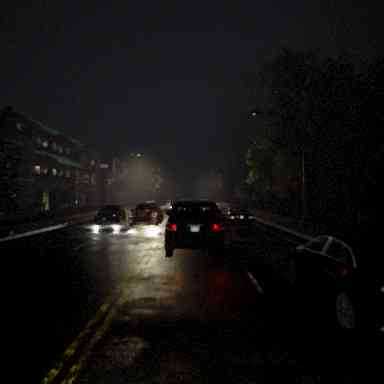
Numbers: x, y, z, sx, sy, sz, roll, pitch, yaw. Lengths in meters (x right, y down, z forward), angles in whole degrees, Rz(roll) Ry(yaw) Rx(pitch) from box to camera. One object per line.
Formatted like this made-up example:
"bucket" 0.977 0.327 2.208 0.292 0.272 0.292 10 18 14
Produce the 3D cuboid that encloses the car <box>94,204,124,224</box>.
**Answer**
"car" -6.602 1.767 27.298 1.812 1.442 4.674 0 -1 0

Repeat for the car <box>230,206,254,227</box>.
"car" 3.344 1.769 24.908 2.033 1.411 5.357 0 0 0

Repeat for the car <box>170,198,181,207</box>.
"car" -3.273 2.052 65.921 1.882 1.535 5.008 0 0 0

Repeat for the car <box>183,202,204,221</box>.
"car" 0.095 1.783 31.449 1.837 1.490 4.892 0 -1 0

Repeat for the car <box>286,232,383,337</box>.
"car" 3.349 1.553 6.735 2.128 1.511 4.902 0 0 0

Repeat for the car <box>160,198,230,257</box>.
"car" 0.097 1.343 13.646 2.150 2.045 5.566 0 0 0

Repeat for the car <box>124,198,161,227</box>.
"car" -3.354 1.570 24.623 2.097 1.767 4.553 0 -1 0

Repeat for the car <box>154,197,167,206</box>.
"car" -6.514 1.958 69.127 2.097 1.767 4.553 0 -1 0
